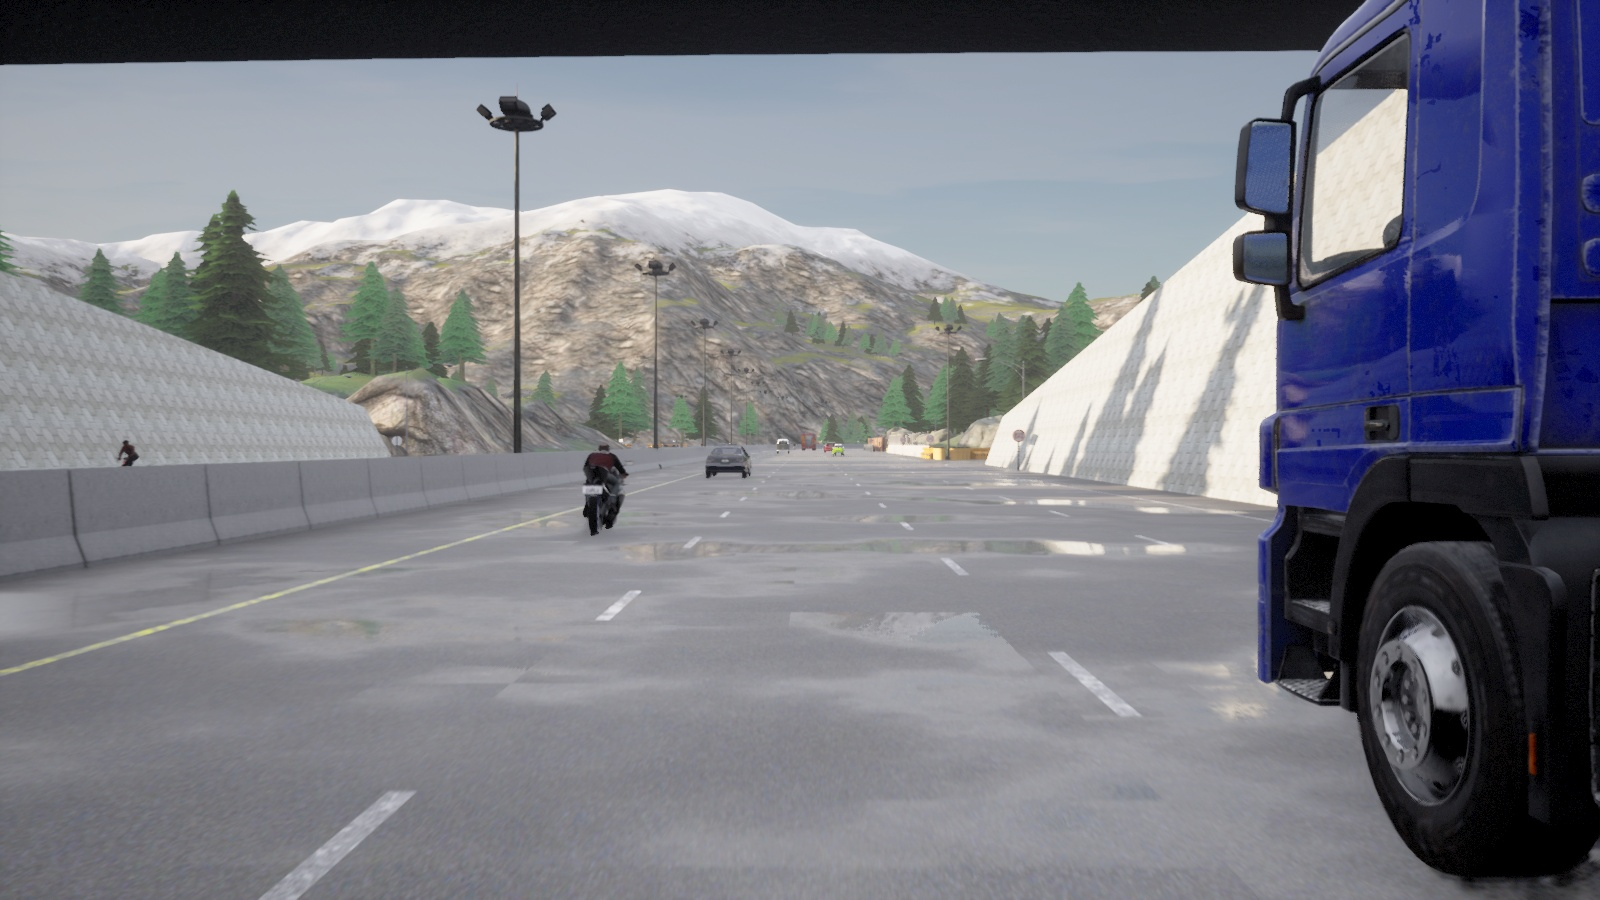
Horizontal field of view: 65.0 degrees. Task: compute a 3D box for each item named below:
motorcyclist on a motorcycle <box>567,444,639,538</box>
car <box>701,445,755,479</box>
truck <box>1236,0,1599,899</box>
[{"bbox_3d":[-3.346,0.657,21.517,0.866,1.530,2.191,0,0,0],"label":"motorcyclist on a motorcycle"},{"bbox_3d":[-3.116,0.480,55.305,2.033,1.411,5.357,0,0,0],"label":"car"},{"bbox_3d":[3.528,-0.244,2.080,2.891,3.462,7.936,0,0,0],"label":"truck"}]
